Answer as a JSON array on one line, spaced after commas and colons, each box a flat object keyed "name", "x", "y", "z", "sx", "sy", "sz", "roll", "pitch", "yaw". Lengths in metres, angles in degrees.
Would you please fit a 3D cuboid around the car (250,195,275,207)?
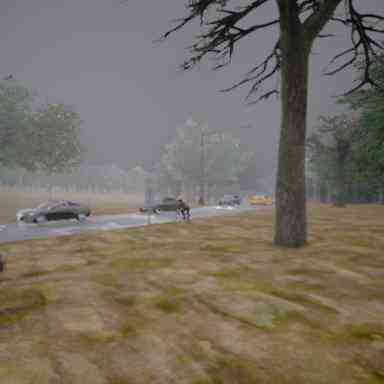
[{"name": "car", "x": 9.410, "y": 1.122, "z": 45.176, "sx": 1.882, "sy": 1.535, "sz": 5.008, "roll": 1, "pitch": 0, "yaw": 28}]

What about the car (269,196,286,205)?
[{"name": "car", "x": 14.024, "y": 1.323, "z": 54.541, "sx": 1.895, "sy": 1.301, "sz": 4.718, "roll": 1, "pitch": 0, "yaw": 23}]

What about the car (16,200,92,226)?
[{"name": "car", "x": -9.110, "y": 1.321, "z": 22.286, "sx": 2.128, "sy": 1.511, "sz": 4.902, "roll": 1, "pitch": 2, "yaw": 37}]

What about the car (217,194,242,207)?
[{"name": "car", "x": 4.987, "y": 1.085, "z": 43.627, "sx": 1.837, "sy": 1.490, "sz": 4.892, "roll": 1, "pitch": 0, "yaw": 29}]

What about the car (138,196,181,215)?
[{"name": "car", "x": -2.925, "y": 1.200, "z": 30.858, "sx": 1.837, "sy": 1.490, "sz": 4.892, "roll": 1, "pitch": 1, "yaw": 33}]

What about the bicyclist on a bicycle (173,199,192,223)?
[{"name": "bicyclist on a bicycle", "x": -0.667, "y": 1.315, "z": 22.819, "sx": 1.656, "sy": 1.620, "sz": 0.582, "roll": -1, "pitch": 0, "yaw": 36}]
